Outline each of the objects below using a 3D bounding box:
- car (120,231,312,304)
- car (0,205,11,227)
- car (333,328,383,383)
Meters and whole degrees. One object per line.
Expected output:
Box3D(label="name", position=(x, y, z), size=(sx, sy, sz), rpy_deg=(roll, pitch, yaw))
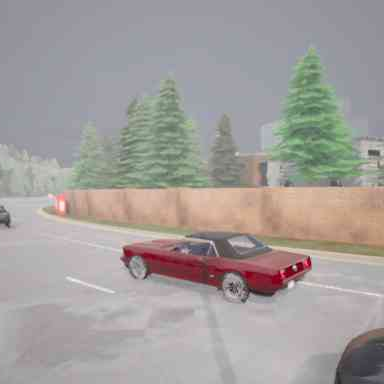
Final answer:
Box3D(label="car", position=(0.344, 1.642, 8.315), size=(4.718, 1.301, 1.895), rpy_deg=(0, 0, 39))
Box3D(label="car", position=(-13.762, 1.598, 22.726), size=(2.128, 1.511, 4.902), rpy_deg=(0, 0, -39))
Box3D(label="car", position=(3.348, 1.516, 1.735), size=(4.892, 1.490, 1.837), rpy_deg=(0, 0, 34))
